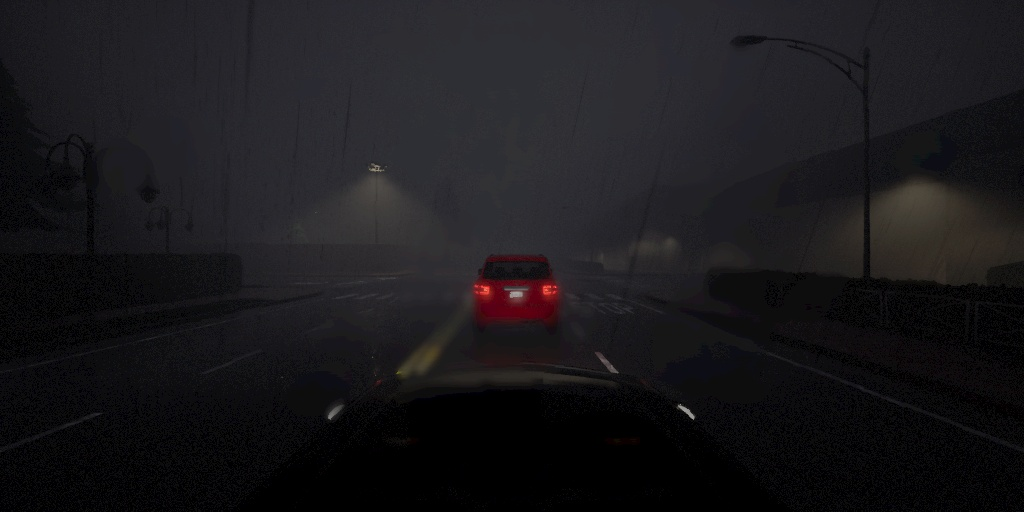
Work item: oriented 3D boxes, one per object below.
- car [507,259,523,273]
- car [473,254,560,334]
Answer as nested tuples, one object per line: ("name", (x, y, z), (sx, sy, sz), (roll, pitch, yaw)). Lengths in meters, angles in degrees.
("car", (0.363, 1.228, 45.654), (1.882, 1.535, 5.008), (0, 0, 1))
("car", (0.123, 0.971, 10.806), (2.150, 2.045, 5.566), (0, 0, 0))
